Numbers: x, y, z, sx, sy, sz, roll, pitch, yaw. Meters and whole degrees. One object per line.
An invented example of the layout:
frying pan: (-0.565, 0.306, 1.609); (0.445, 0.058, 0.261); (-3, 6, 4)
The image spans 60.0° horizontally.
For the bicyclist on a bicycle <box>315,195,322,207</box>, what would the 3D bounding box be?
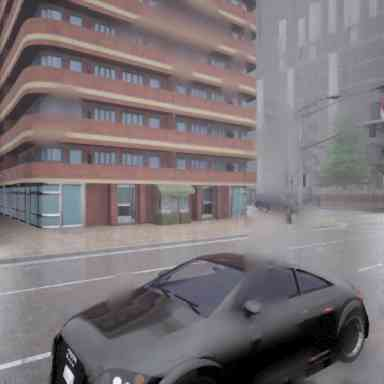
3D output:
bicyclist on a bicycle: (17.805, 1.297, 46.934); (1.656, 1.620, 0.582); (0, 0, -36)

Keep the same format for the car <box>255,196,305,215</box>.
car: (8.866, 1.489, 32.937); (2.128, 1.511, 4.902); (0, 0, -36)

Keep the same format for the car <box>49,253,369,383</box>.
car: (0.445, 1.564, 4.315); (4.181, 1.385, 1.994); (0, 0, -36)

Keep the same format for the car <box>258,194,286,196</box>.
car: (9.692, 1.219, 37.735); (2.150, 2.045, 5.566); (0, 0, -36)
